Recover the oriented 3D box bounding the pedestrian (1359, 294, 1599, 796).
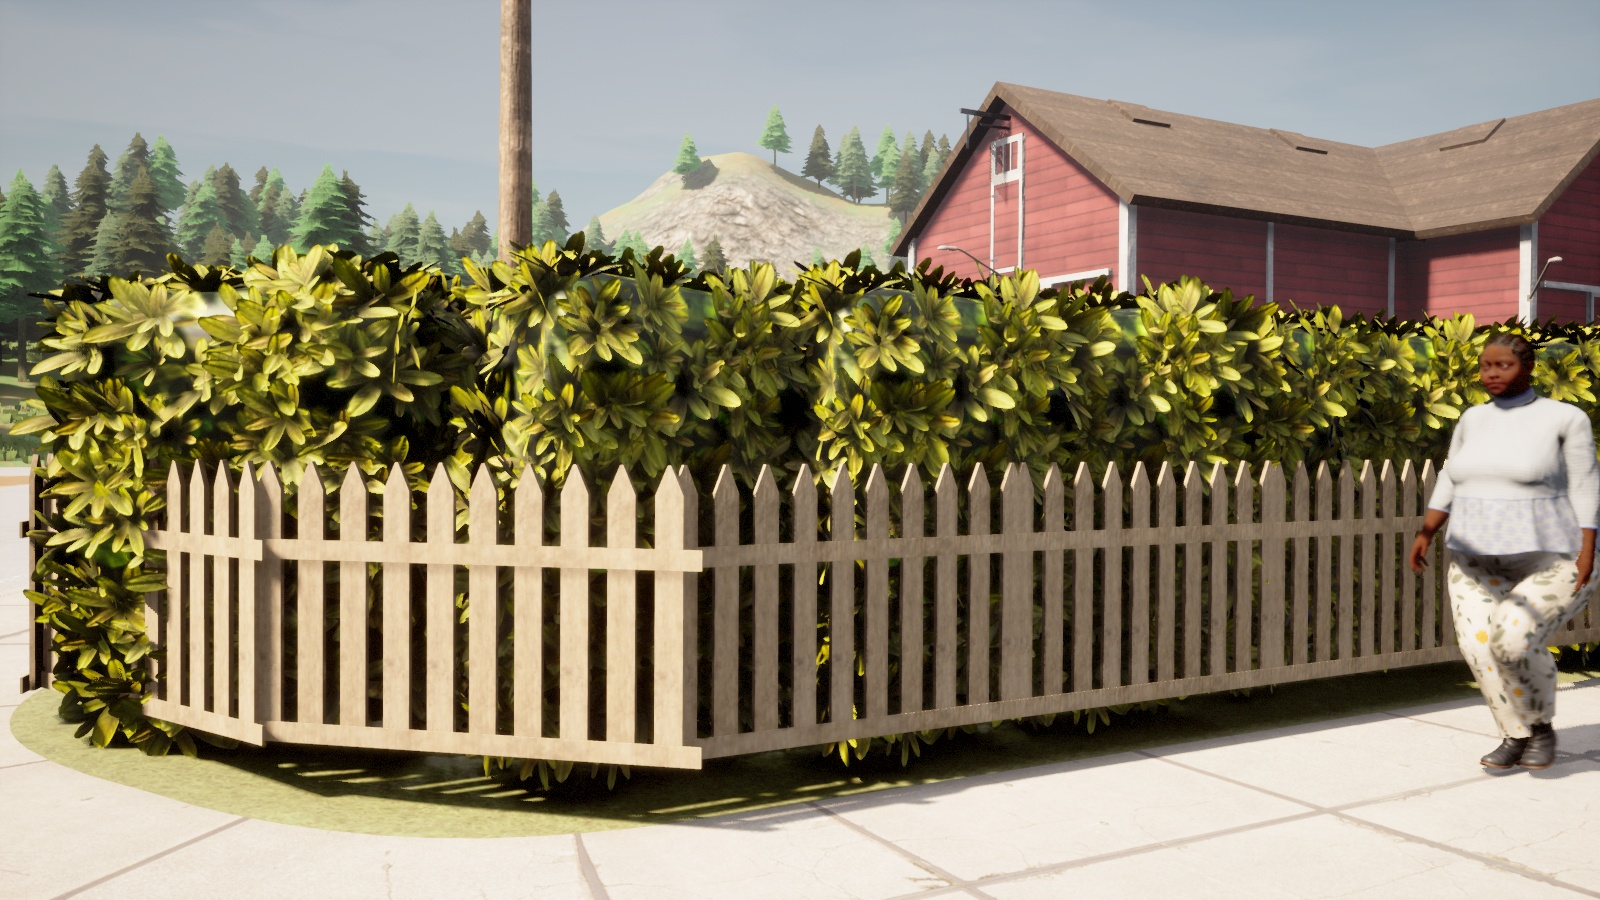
[{"bbox_3d":[3.019,0.344,5.235,0.900,1.855,0.874,-1,1,-29],"label":"pedestrian"}]

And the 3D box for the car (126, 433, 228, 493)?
[{"bbox_3d":[-18.173,0.324,36.493,1.801,1.575,5.366,-2,1,-35],"label":"car"}]
